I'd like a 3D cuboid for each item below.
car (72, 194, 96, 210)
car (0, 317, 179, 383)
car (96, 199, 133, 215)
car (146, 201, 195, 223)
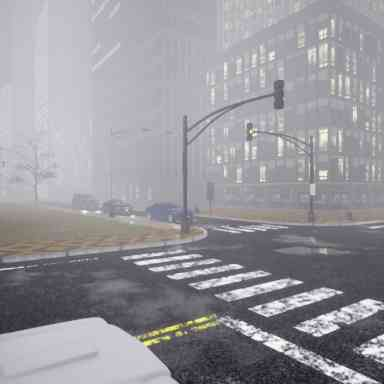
[{"bbox_3d":[-13.838,1.227,42.899,2.150,2.045,5.566,0,0,-35],"label":"car"},{"bbox_3d":[-2.274,1.601,1.821,4.718,1.301,1.895,0,0,-36],"label":"car"},{"bbox_3d":[-7.752,1.497,34.257,2.128,1.511,4.902,0,0,-35],"label":"car"},{"bbox_3d":[-1.778,1.484,25.795,1.882,1.535,5.008,0,0,-36],"label":"car"}]
